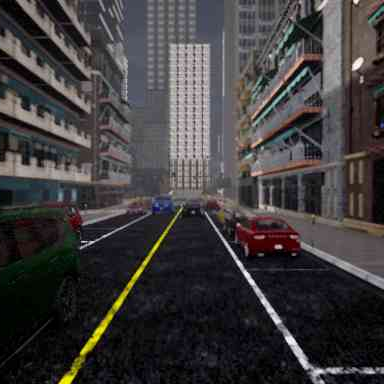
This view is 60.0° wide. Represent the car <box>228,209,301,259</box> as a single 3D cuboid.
[{"bbox_3d":[2.686,1.575,12.565,1.887,1.381,4.507,-1,0,0],"label":"car"}]

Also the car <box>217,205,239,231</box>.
[{"bbox_3d":[2.687,1.594,18.088,2.008,1.369,4.403,-1,0,0],"label":"car"}]

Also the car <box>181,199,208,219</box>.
[{"bbox_3d":[0.099,1.635,29.460,1.994,1.385,4.181,0,0,0],"label":"car"}]

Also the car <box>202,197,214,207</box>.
[{"bbox_3d":[2.699,1.667,56.923,1.752,1.417,4.829,-1,0,0],"label":"car"}]

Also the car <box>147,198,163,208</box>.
[{"bbox_3d":[-5.683,1.671,51.246,1.887,1.381,4.507,-1,0,0],"label":"car"}]

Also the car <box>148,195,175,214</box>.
[{"bbox_3d":[-3.089,1.310,36.494,2.150,2.045,5.566,0,0,0],"label":"car"}]

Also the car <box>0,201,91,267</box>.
[{"bbox_3d":[-5.698,1.345,12.582,2.192,1.841,5.009,-1,0,0],"label":"car"}]

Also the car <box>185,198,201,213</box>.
[{"bbox_3d":[0.095,1.606,40.754,1.837,1.490,4.892,0,0,0],"label":"car"}]

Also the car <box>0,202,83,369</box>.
[{"bbox_3d":[-3.100,1.233,3.992,2.150,2.045,5.566,0,0,0],"label":"car"}]

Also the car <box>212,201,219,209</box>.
[{"bbox_3d":[2.689,1.583,23.782,1.752,1.417,4.829,-1,0,0],"label":"car"}]

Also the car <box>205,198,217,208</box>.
[{"bbox_3d":[2.696,1.657,45.706,1.887,1.381,4.507,-1,0,0],"label":"car"}]

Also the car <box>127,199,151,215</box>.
[{"bbox_3d":[-5.688,1.666,34.676,1.802,1.307,4.206,-1,0,0],"label":"car"}]
